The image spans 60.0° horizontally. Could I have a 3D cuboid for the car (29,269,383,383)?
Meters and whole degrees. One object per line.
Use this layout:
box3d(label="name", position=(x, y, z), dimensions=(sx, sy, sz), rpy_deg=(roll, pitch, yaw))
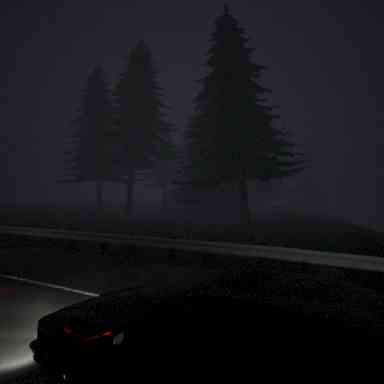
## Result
box3d(label="car", position=(0.684, 1.547, 3.241), dimensions=(5.357, 1.411, 2.033), rpy_deg=(0, 0, 34))

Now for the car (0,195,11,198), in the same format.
box3d(label="car", position=(-39.678, 1.478, 69.286), dimensions=(1.882, 1.535, 5.008), rpy_deg=(0, 0, 8))

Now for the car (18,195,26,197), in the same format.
box3d(label="car", position=(-42.887, 1.536, 83.950), dimensions=(2.033, 1.411, 5.357), rpy_deg=(0, 0, -3))

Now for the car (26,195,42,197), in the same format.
box3d(label="car", position=(-39.449, 1.533, 84.795), dimensions=(2.033, 1.411, 5.357), rpy_deg=(0, 0, -3))

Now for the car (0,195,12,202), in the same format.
box3d(label="car", position=(-46.160, 1.525, 81.029), dimensions=(2.128, 1.511, 4.902), rpy_deg=(0, 0, -3))
